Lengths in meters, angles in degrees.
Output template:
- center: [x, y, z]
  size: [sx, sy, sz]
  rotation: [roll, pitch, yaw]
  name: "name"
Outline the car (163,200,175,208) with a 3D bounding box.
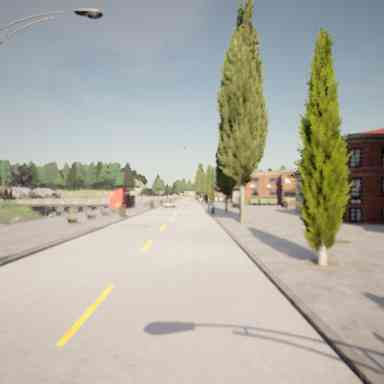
- center: [-4.032, 2.113, 58.008]
  size: [1.895, 1.301, 4.718]
  rotation: [0, -1, 1]
  name: "car"
